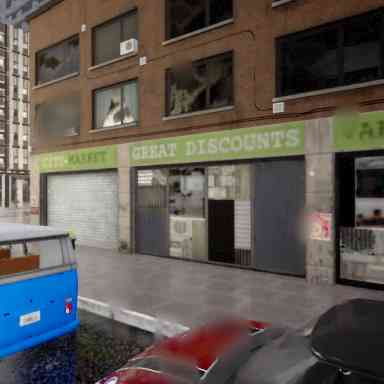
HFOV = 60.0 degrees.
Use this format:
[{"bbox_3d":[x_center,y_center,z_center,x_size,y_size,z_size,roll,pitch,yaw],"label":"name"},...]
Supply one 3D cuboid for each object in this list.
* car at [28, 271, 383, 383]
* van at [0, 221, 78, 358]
[{"bbox_3d":[1.112,1.440,1.933,4.097,1.590,1.967,0,0,35],"label":"car"},{"bbox_3d":[-3.528,1.343,5.228,3.998,1.788,1.690,0,0,35],"label":"van"}]
